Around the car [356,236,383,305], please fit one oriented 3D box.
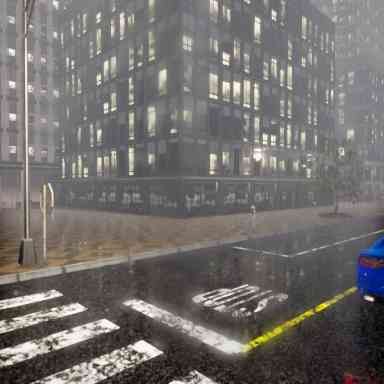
[{"bbox_3d":[5.190,1.388,6.973,5.008,1.535,1.882,-1,1,-44],"label":"car"}]
